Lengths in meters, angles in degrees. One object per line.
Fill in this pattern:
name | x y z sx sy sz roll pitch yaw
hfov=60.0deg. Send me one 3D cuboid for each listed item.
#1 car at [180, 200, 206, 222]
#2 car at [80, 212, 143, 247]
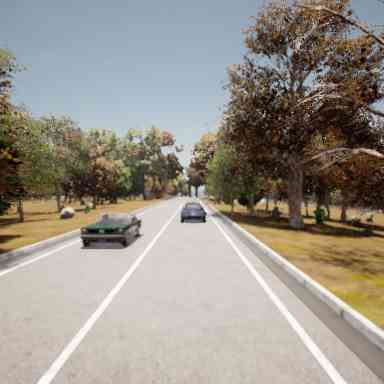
car | 0.101 1.576 26.692 1.994 1.385 4.181 0 0 0
car | -3.511 1.609 15.214 1.895 1.301 4.718 0 0 0
